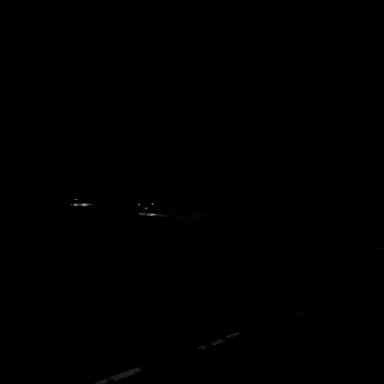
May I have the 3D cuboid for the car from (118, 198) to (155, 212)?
[{"bbox_3d":[-5.597,1.235,33.261,1.895,1.301,4.718,-1,1,-35],"label":"car"}]

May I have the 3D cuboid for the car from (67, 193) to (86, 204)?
[{"bbox_3d":[-17.614,1.000,50.348,1.837,1.490,4.892,-1,0,-35],"label":"car"}]
